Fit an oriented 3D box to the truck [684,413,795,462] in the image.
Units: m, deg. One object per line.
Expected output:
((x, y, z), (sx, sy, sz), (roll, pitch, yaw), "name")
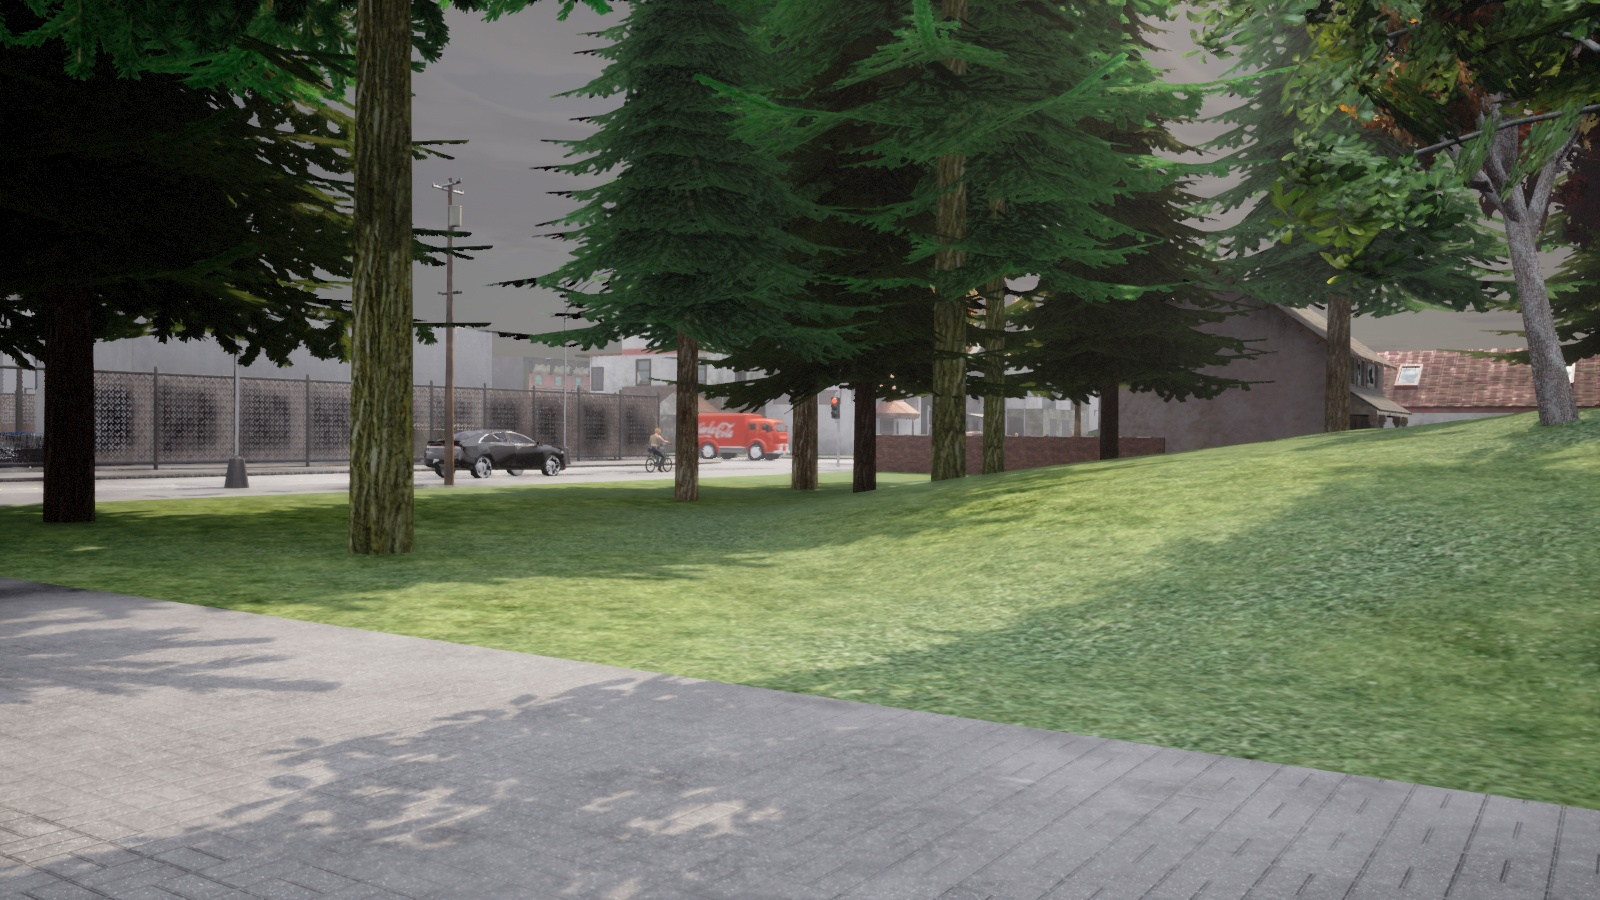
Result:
((-3.166, -0.630, 66.207), (5.204, 2.467, 2.627), (0, 0, 24), "truck")

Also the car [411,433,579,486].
((-9.367, 0.240, 38.970), (2.128, 1.511, 4.902), (0, 1, 34), "car")

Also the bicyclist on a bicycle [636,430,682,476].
((-5.094, 0.094, 45.400), (0.866, 1.612, 1.509), (0, 1, 33), "bicyclist on a bicycle")
